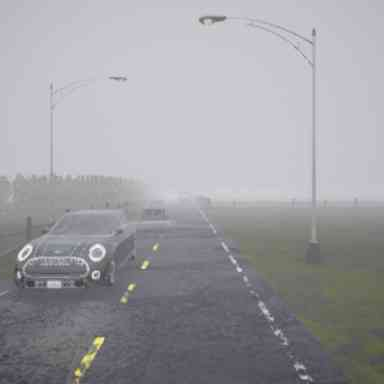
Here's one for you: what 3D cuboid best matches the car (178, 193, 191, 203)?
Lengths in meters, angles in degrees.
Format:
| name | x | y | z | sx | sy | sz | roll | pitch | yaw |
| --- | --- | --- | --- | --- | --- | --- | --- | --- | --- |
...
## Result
| name | x | y | z | sx | sy | sz | roll | pitch | yaw |
| --- | --- | --- | --- | --- | --- | --- | --- | --- | --- |
| car | -1.197 | 1.282 | 59.397 | 1.895 | 1.301 | 4.718 | 0 | 0 | -2 |

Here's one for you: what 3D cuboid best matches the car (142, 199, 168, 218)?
| name | x | y | z | sx | sy | sz | roll | pitch | yaw |
| --- | --- | --- | --- | --- | --- | --- | --- | --- | --- |
| car | -3.057 | 1.337 | 28.190 | 1.882 | 1.535 | 5.008 | 0 | 0 | -1 |

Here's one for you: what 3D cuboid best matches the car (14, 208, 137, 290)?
| name | x | y | z | sx | sy | sz | roll | pitch | yaw |
| --- | --- | --- | --- | --- | --- | --- | --- | --- | --- |
| car | -2.857 | 1.307 | 9.144 | 2.097 | 1.767 | 4.553 | 0 | 0 | 0 |

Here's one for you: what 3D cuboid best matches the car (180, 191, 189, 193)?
| name | x | y | z | sx | sy | sz | roll | pitch | yaw |
| --- | --- | --- | --- | --- | --- | --- | --- | --- | --- |
| car | -1.625 | 0.837 | 69.399 | 2.150 | 2.045 | 5.566 | 0 | 0 | -3 |
